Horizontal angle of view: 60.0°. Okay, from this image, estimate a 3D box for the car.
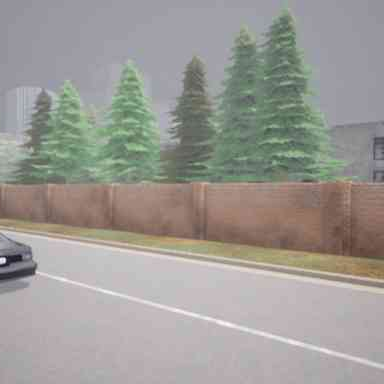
[{"bbox_3d":[-6.082,1.472,8.336,5.357,1.411,2.033,0,0,34],"label":"car"}]
